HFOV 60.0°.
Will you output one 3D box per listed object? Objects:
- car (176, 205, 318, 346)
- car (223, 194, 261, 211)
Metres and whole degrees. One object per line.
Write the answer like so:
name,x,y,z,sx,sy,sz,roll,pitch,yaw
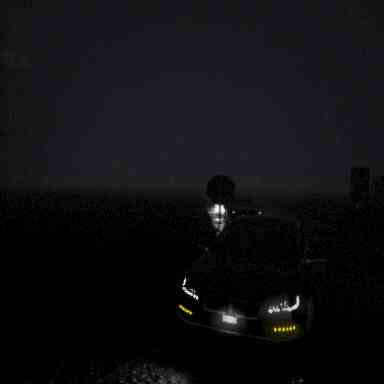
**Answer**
car,1.349,1.271,6.377,1.837,1.490,4.892,3,3,21
car,2.861,0.847,19.693,2.033,1.411,5.357,2,2,1
